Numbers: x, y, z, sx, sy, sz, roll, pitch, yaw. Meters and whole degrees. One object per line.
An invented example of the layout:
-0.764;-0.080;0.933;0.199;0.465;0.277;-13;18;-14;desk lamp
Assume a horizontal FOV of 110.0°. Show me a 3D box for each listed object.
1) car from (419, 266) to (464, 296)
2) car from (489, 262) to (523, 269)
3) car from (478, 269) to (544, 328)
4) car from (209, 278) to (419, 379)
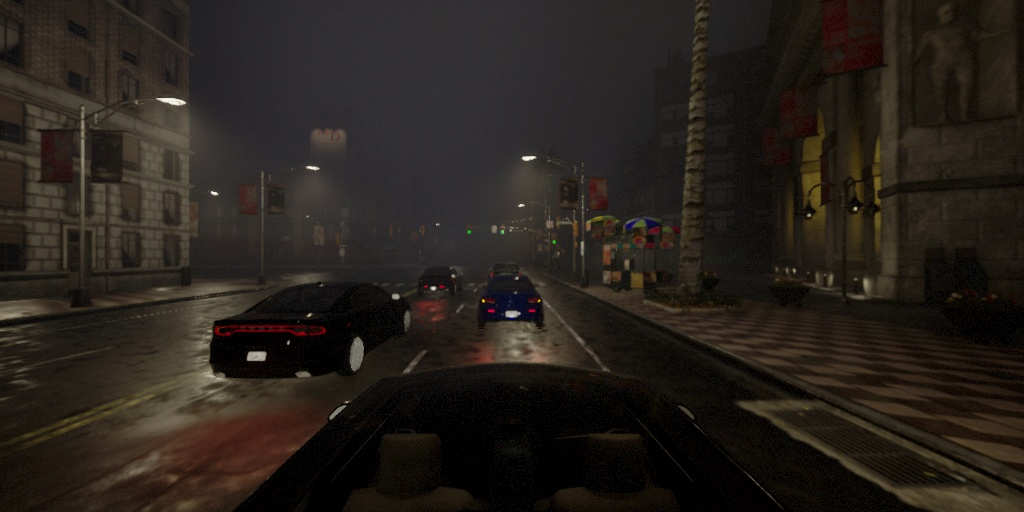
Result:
-3.784;1.288;19.431;1.837;1.490;4.892;0;0;-1;car
-0.358;1.138;22.343;2.097;1.767;4.553;0;0;-1;car
-0.070;1.292;11.295;1.812;1.442;4.674;0;0;-2;car
-3.554;1.241;7.426;1.882;1.535;5.008;0;0;-1;car
